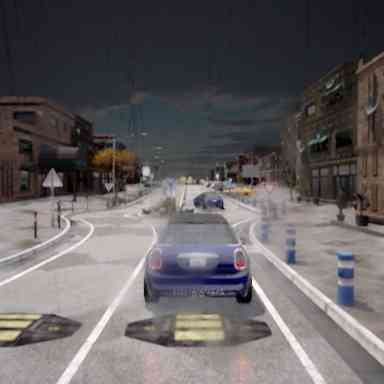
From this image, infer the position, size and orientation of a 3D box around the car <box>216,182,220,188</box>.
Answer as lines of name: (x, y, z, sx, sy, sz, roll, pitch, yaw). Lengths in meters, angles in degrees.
car: (8.055, -0.792, 65.753, 5.566, 2.045, 2.435, 0, 3, -1)

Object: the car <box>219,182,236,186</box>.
car: (8.030, -0.540, 63.006, 4.553, 1.767, 2.185, 0, 3, -1)

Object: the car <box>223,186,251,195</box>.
car: (8.101, -0.244, 60.262, 4.674, 1.452, 2.002, 0, 3, -1)

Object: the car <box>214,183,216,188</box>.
car: (7.950, -0.784, 71.271, 5.008, 1.535, 2.097, 0, 2, -1)

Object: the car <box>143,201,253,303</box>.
car: (0.130, 1.284, 8.228, 2.097, 1.767, 4.553, 0, 1, 1)

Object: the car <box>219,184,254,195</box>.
car: (7.947, -0.153, 57.503, 5.366, 1.575, 1.946, 0, 3, -1)

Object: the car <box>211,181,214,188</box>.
car: (7.819, -1.226, 82.285, 5.008, 1.535, 2.097, 0, 2, -1)

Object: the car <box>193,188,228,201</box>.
car: (1.589, 0.801, 33.516, 2.097, 1.767, 4.553, 0, 2, -15)

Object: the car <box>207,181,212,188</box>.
car: (7.678, -1.771, 90.541, 5.566, 2.045, 2.435, 0, 2, -1)

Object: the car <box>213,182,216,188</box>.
car: (7.891, -1.011, 76.778, 4.892, 1.521, 2.231, 0, 2, -1)
